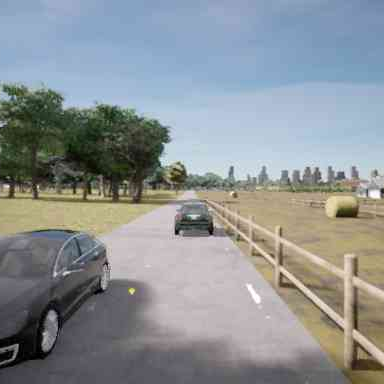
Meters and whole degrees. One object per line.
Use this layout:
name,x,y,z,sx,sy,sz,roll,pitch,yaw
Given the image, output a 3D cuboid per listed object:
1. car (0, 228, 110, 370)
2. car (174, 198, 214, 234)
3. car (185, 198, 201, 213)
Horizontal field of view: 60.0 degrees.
car,-2.848,1.508,6.035,1.837,1.490,4.892,0,0,0
car,0.104,1.366,19.339,2.097,1.767,4.553,0,0,0
car,0.104,1.532,39.360,1.837,1.490,4.892,0,0,0
